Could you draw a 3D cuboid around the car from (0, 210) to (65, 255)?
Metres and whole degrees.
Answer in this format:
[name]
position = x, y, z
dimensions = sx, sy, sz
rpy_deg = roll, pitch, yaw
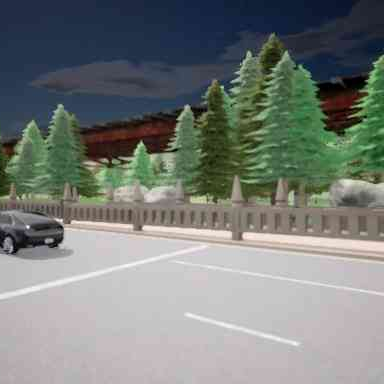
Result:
[car]
position = -7.110, 1.498, 13.359
dimensions = 4.892, 1.490, 1.837
rpy_deg = 0, 0, 36
